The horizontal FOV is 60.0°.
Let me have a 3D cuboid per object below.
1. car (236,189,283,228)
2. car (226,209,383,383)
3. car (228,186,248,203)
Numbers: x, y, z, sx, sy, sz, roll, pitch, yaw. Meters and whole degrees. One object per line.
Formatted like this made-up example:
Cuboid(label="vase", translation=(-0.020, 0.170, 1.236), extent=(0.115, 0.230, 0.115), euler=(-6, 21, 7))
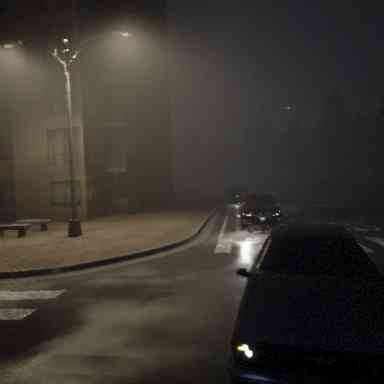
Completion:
Cuboid(label="car", translation=(3.298, 0.809, 16.516), extent=(1.837, 1.490, 4.892), euler=(-2, 2, 7))
Cuboid(label="car", translation=(1.898, 1.277, 5.374), extent=(2.033, 1.411, 5.357), euler=(-2, 2, 17))
Cuboid(label="car", translation=(4.739, 0.222, 32.592), extent=(1.837, 1.490, 4.892), euler=(-2, 2, -6))
